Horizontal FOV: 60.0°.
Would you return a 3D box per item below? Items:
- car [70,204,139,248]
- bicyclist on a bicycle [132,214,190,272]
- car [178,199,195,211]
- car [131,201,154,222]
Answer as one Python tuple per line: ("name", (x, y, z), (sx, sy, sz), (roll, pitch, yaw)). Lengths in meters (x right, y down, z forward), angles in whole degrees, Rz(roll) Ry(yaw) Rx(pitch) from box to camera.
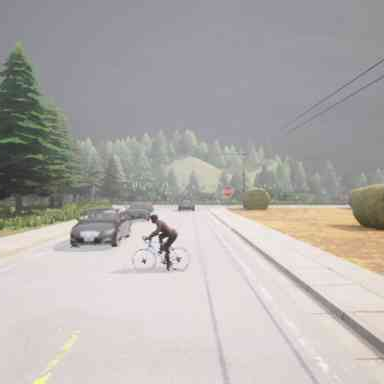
("car", (-3.869, 1.492, 14.785), (2.128, 1.511, 4.902), (0, 0, -1))
("bicyclist on a bicycle", (-0.886, 1.451, 9.388), (1.656, 1.620, 0.582), (-2, 0, -1))
("car", (-0.701, 1.563, 41.009), (1.994, 1.385, 4.181), (0, 0, -2))
("car", (-4.090, 1.506, 26.409), (1.837, 1.490, 4.892), (0, 0, -1))
